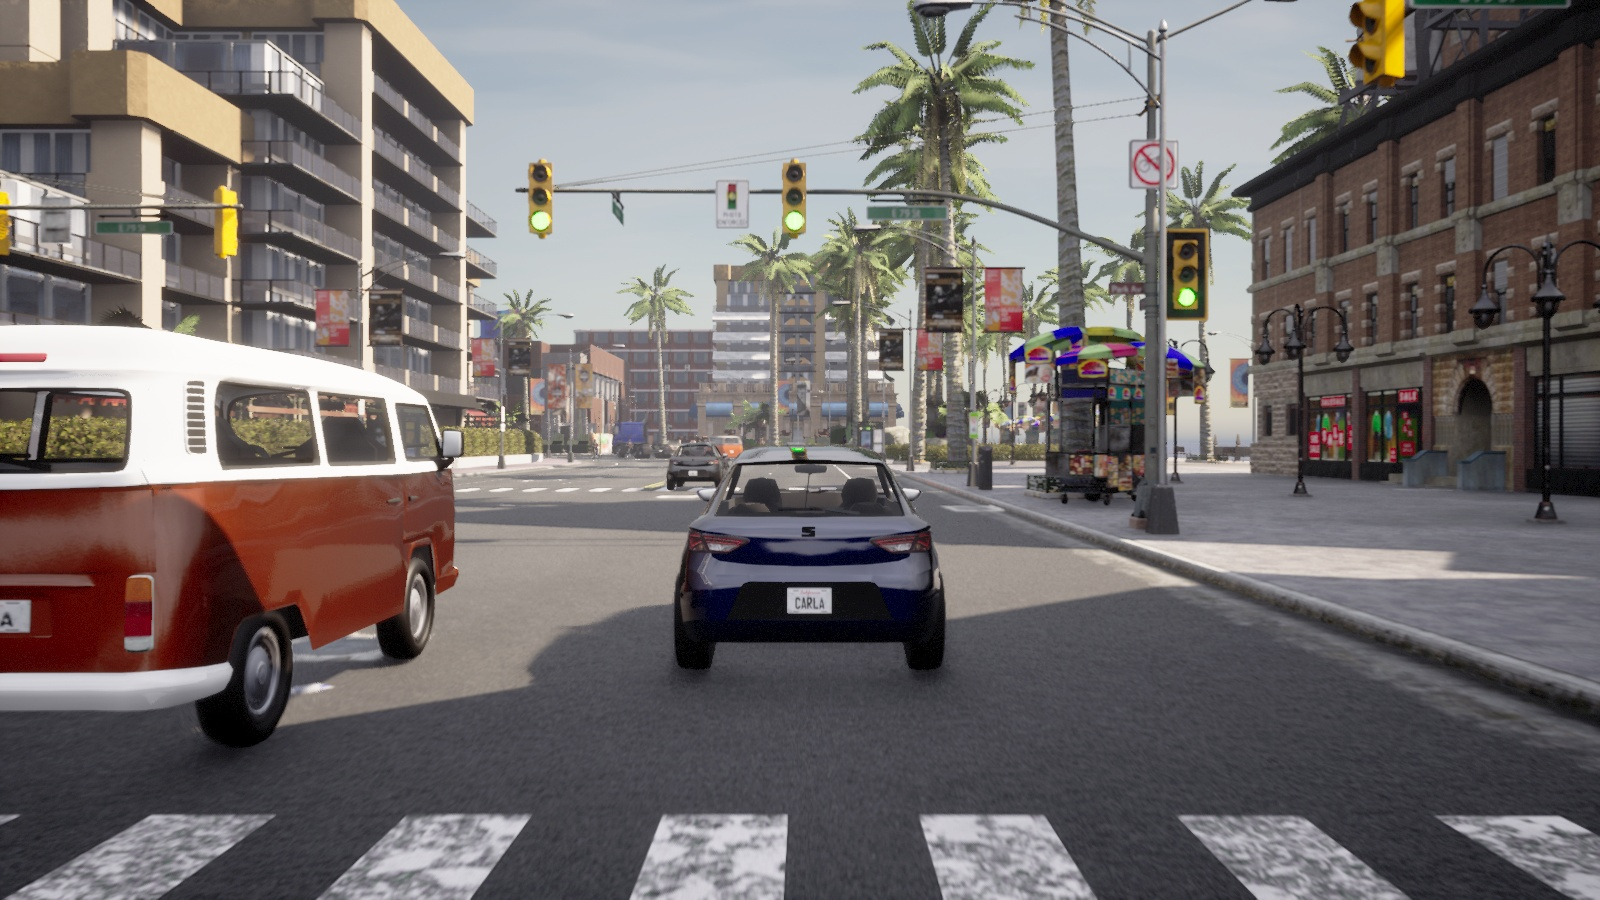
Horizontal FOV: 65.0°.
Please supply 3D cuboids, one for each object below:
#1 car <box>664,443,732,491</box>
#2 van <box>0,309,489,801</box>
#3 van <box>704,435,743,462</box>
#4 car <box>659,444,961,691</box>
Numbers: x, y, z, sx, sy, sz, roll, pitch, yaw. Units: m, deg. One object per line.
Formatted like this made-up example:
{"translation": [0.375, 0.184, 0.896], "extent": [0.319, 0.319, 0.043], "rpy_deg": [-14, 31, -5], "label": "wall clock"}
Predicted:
{"translation": [-3.253, 0.501, 40.619], "extent": [1.816, 1.474, 4.193], "rpy_deg": [0, 0, 1], "label": "car"}
{"translation": [-3.442, 0.420, 7.444], "extent": [2.069, 2.038, 4.480], "rpy_deg": [0, 0, 0], "label": "van"}
{"translation": [-5.928, -0.116, 96.948], "extent": [1.775, 1.987, 4.442], "rpy_deg": [0, 0, -21], "label": "van"}
{"translation": [0.070, 0.699, 9.649], "extent": [1.816, 1.474, 4.193], "rpy_deg": [0, 0, 0], "label": "car"}
